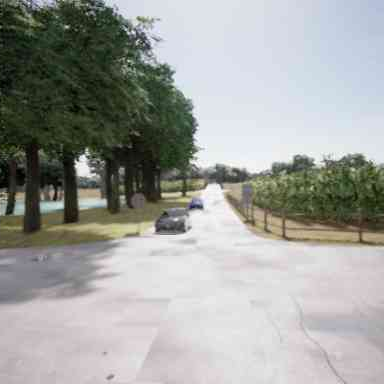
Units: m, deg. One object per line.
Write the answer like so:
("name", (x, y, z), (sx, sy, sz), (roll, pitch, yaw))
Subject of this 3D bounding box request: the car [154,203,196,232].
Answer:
("car", (-1.115, 1.736, 21.558), (1.837, 1.490, 4.892), (0, 0, 7))

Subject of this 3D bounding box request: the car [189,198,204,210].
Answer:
("car", (0.710, 1.570, 45.929), (1.882, 1.535, 5.008), (-1, 0, 4))
